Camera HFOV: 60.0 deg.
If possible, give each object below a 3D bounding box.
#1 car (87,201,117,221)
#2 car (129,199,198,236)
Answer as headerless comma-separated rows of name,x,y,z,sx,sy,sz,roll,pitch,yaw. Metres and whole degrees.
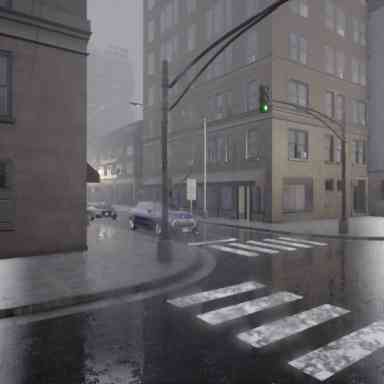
car,-7.418,1.427,26.084,1.994,1.385,4.181,0,0,-35
car,-1.624,1.268,17.977,2.097,1.767,4.553,0,0,-36
